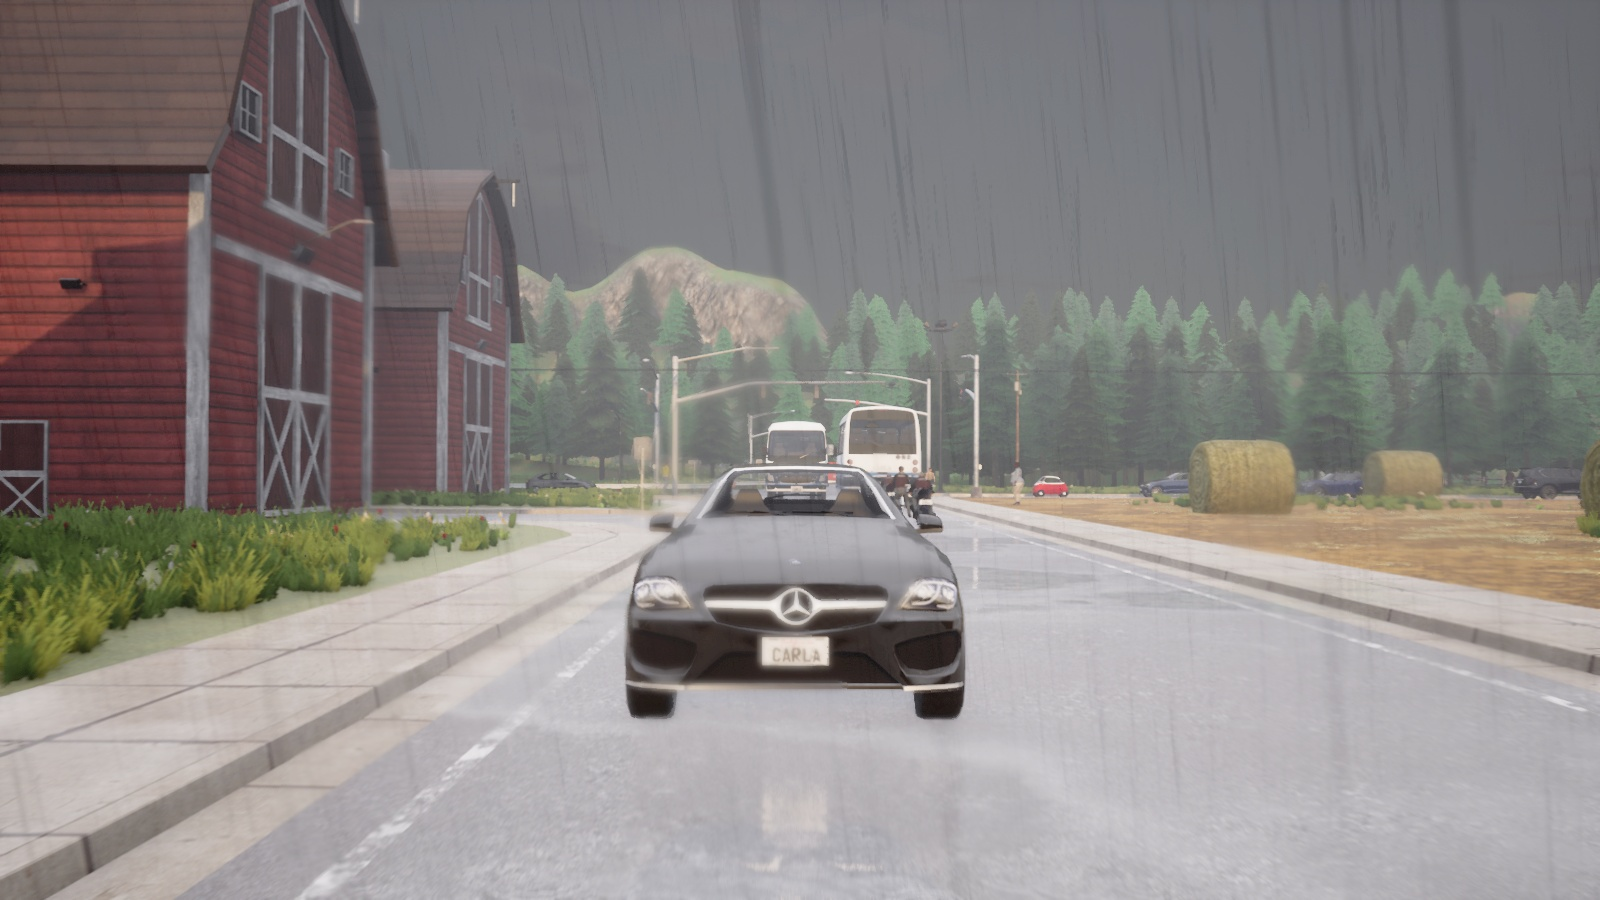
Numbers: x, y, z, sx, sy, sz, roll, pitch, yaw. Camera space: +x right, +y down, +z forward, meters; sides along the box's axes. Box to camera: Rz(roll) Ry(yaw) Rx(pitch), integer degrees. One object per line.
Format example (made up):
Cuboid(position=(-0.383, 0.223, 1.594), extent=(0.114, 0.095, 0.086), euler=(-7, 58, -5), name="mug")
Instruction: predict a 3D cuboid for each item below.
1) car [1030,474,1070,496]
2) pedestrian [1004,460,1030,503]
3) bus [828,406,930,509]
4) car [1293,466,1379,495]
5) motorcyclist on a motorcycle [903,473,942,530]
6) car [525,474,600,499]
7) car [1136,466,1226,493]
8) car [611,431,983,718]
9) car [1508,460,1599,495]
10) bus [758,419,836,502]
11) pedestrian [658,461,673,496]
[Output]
Cuboid(position=(15.889, 2.196, 79.879), extent=(2.207, 1.376, 1.481), euler=(0, -1, 1), name="car")
Cuboid(position=(9.346, 1.356, 54.049), extent=(0.900, 1.855, 0.874), euler=(-1, -1, 26), name="pedestrian")
Cuboid(position=(3.357, 0.389, 56.683), extent=(3.944, 4.253, 10.273), euler=(0, -1, 0), name="bus")
Cuboid(position=(33.923, 1.922, 79.600), extent=(4.553, 1.767, 2.097), euler=(0, -1, 1), name="car")
Cuboid(position=(3.417, 1.419, 35.212), extent=(0.866, 1.530, 2.191), euler=(0, -1, 0), name="motorcyclist on a motorcycle")
Cuboid(position=(-14.519, 2.225, 76.855), extent=(4.193, 1.474, 1.816), euler=(0, -1, 1), name="car")
Cuboid(position=(24.163, 1.884, 79.754), extent=(5.027, 1.651, 2.152), euler=(0, -1, 1), name="car")
Cuboid(position=(-0.025, 0.761, 9.782), extent=(2.152, 1.651, 5.027), euler=(0, -1, 0), name="car")
Cuboid(position=(46.196, 1.671, 75.913), extent=(5.566, 2.045, 2.150), euler=(0, -1, 1), name="car")
Cuboid(position=(-0.174, 0.621, 69.279), extent=(3.944, 4.253, 10.273), euler=(0, -1, 0), name="bus")
Cuboid(position=(-7.132, 1.523, 66.757), extent=(0.706, 1.836, 0.354), euler=(0, -1, -36), name="pedestrian")
